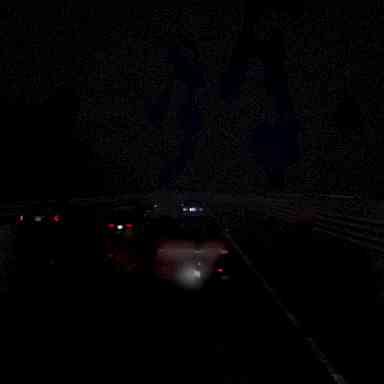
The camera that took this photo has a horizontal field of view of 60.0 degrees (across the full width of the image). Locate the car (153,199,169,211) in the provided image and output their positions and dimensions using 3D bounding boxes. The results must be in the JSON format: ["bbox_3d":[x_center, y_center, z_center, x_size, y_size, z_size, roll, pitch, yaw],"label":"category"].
[{"bbox_3d":[-3.405,1.367,33.956,1.994,1.385,4.181,0,0,0],"label":"car"}]

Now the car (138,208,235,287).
[{"bbox_3d":[0.060,1.435,9.147,2.128,1.511,4.902,0,0,1],"label":"car"}]

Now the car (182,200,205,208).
[{"bbox_3d":[0.088,1.381,28.175,2.033,1.411,5.357,0,0,0],"label":"car"}]

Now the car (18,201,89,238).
[{"bbox_3d":[-6.908,1.248,17.085,2.097,1.767,4.553,0,0,0],"label":"car"}]

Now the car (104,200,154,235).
[{"bbox_3d":[-3.404,1.394,18.176,1.837,1.490,4.892,0,0,0],"label":"car"}]
